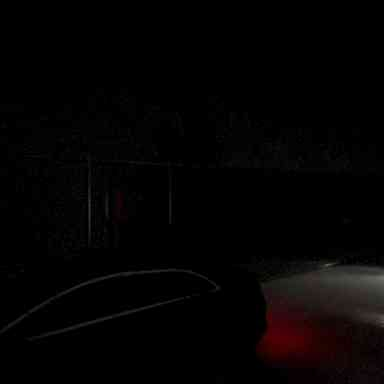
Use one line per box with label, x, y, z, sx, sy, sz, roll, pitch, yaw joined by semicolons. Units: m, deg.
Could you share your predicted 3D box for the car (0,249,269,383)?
car;-1.275;1.490;3.690;4.902;1.511;2.128;0;0;-35
